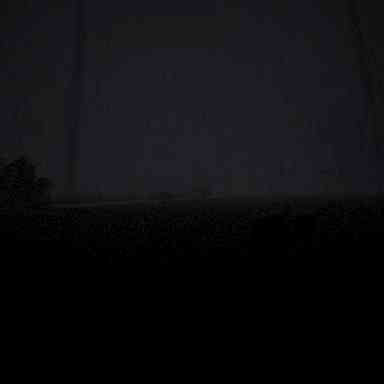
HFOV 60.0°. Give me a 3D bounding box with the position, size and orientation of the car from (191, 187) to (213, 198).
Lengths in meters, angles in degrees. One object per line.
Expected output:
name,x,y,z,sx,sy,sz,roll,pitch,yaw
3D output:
car,1.946,0.090,64.849,2.150,2.045,5.566,1,2,32

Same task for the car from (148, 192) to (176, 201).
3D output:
car,-4.818,0.668,54.296,2.033,1.411,5.357,1,2,34
